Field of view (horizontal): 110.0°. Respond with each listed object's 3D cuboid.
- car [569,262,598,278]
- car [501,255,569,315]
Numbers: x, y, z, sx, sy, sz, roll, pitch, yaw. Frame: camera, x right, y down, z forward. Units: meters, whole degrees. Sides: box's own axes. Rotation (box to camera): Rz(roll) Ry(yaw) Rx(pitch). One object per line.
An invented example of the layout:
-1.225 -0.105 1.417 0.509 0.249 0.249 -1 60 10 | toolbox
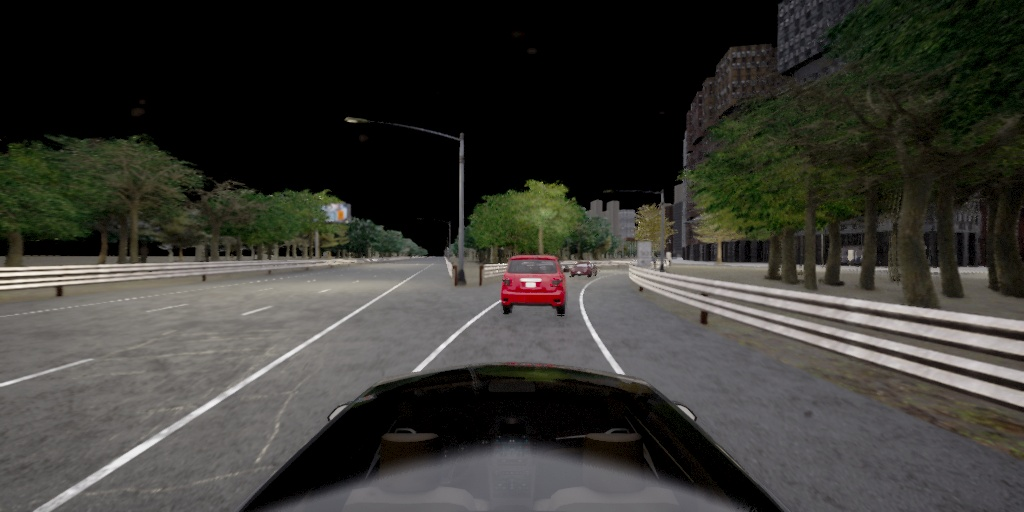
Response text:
6.955 1.321 34.457 1.812 1.442 4.674 0 0 23 | car
0.999 1.003 13.842 2.150 2.045 5.566 0 0 9 | car
